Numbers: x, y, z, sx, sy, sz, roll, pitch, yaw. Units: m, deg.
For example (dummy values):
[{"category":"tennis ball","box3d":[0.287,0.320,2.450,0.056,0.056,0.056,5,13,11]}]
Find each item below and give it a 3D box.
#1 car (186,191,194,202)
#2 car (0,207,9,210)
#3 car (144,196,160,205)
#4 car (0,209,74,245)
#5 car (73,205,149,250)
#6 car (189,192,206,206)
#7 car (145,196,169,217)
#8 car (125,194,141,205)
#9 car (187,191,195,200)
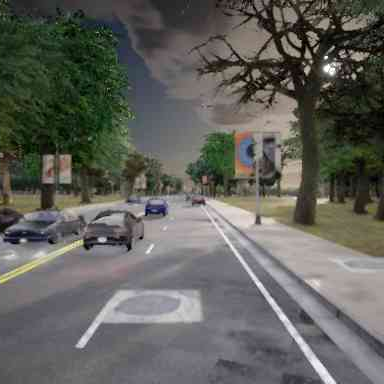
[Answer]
[{"category":"car","box3d":[-0.201,1.051,68.964,2.097,1.767,4.553,0,0,0]},{"category":"car","box3d":[-9.866,1.494,16.254,1.812,1.442,4.674,0,0,0]},{"category":"car","box3d":[-6.695,1.399,56.293,2.033,1.411,5.357,0,0,0]},{"category":"car","box3d":[-6.615,1.517,15.691,2.033,1.411,5.357,0,0,0]},{"category":"car","box3d":[-3.148,1.498,13.963,1.812,1.442,4.674,0,0,0]},{"category":"car","box3d":[1.005,1.218,51.549,2.097,1.767,4.553,0,0,0]},{"category":"car","box3d":[-3.203,1.407,30.900,1.882,1.535,5.008,0,0,0]},{"category":"car","box3d":[-9.956,1.204,56.375,2.097,1.767,4.553,0,0,0]},{"category":"car","box3d":[-0.275,0.878,87.008,2.150,2.045,5.566,0,0,0]}]
